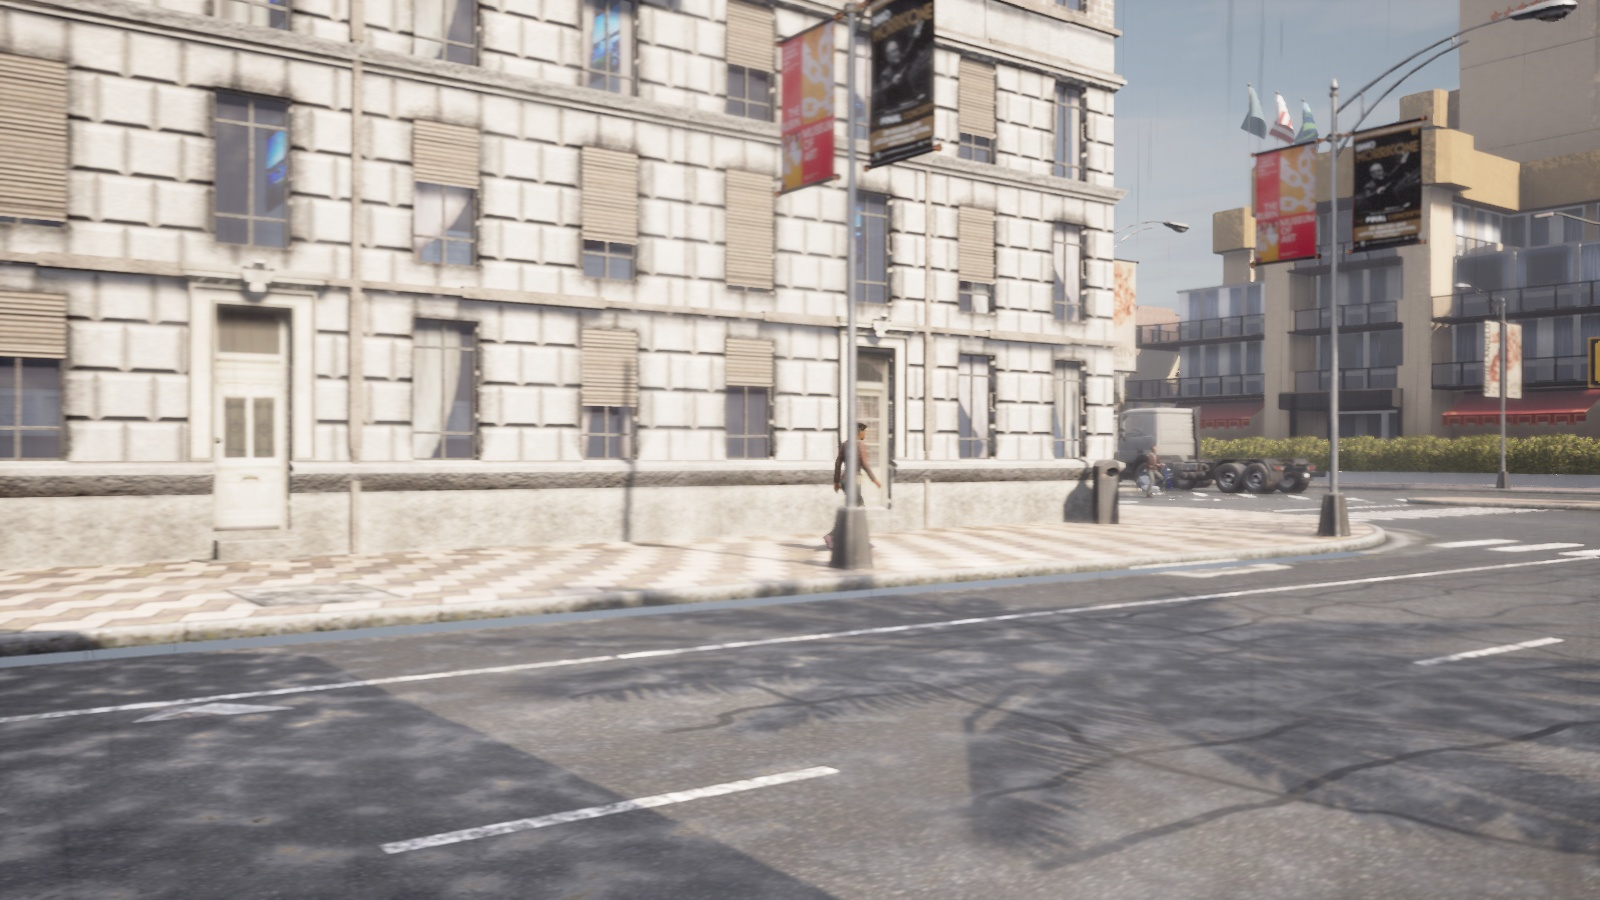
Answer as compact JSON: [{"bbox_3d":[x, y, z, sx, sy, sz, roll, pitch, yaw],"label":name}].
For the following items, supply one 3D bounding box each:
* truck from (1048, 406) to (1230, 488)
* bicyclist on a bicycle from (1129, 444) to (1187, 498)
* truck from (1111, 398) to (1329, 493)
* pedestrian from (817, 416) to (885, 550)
[{"bbox_3d":[15.238,-0.126,57.065,2.891,3.462,7.936,0,0,-36],"label":"truck"},{"bbox_3d":[11.943,0.695,41.940,0.659,1.776,1.843,0,0,-36],"label":"bicyclist on a bicycle"},{"bbox_3d":[16.354,-0.148,49.512,2.891,3.462,7.936,0,0,-36],"label":"truck"},{"bbox_3d":[0.700,0.443,17.165,0.869,1.805,0.328,0,0,-28],"label":"pedestrian"}]
